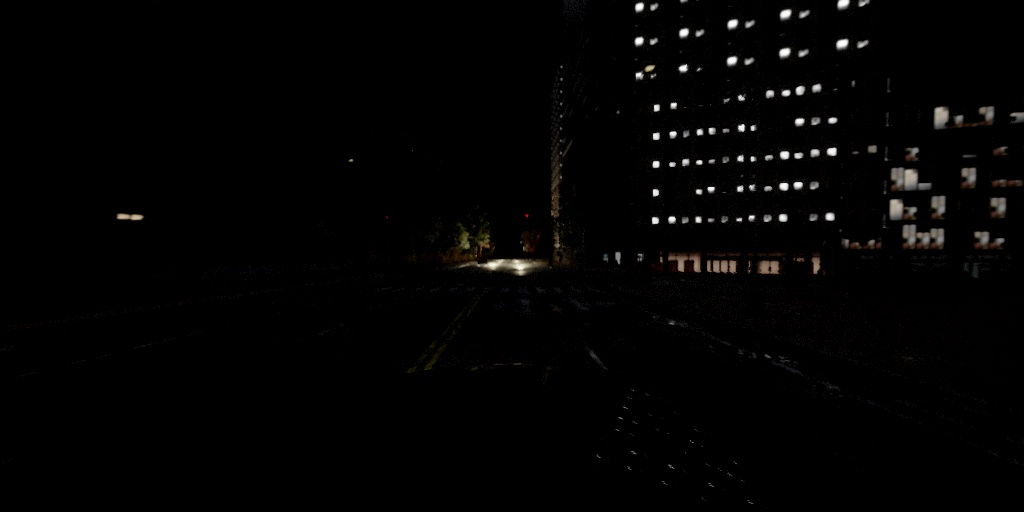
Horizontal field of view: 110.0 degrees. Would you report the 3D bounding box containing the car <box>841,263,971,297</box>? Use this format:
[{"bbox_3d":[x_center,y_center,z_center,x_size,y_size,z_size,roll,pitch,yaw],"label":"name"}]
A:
[{"bbox_3d":[23.017,1.355,21.474,5.009,1.841,2.192,0,0,20],"label":"car"}]
